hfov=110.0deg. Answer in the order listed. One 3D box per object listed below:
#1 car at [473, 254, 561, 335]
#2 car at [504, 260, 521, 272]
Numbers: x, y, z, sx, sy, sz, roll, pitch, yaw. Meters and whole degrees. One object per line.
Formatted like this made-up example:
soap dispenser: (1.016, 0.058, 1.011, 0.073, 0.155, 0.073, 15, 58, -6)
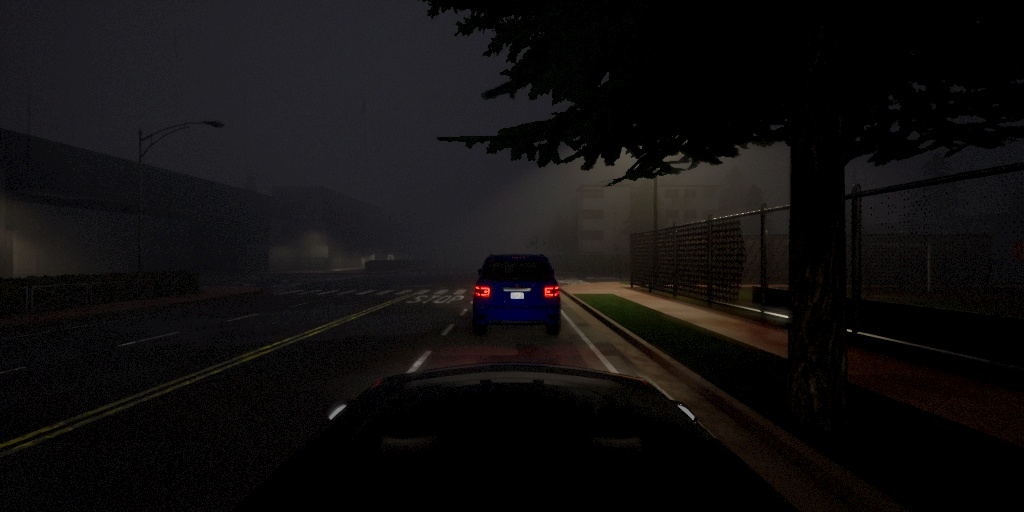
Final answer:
car: (0.125, 0.972, 10.636, 2.150, 2.045, 5.566, 0, 0, 0)
car: (0.071, 1.242, 46.452, 2.128, 1.511, 4.902, 0, 0, -1)
